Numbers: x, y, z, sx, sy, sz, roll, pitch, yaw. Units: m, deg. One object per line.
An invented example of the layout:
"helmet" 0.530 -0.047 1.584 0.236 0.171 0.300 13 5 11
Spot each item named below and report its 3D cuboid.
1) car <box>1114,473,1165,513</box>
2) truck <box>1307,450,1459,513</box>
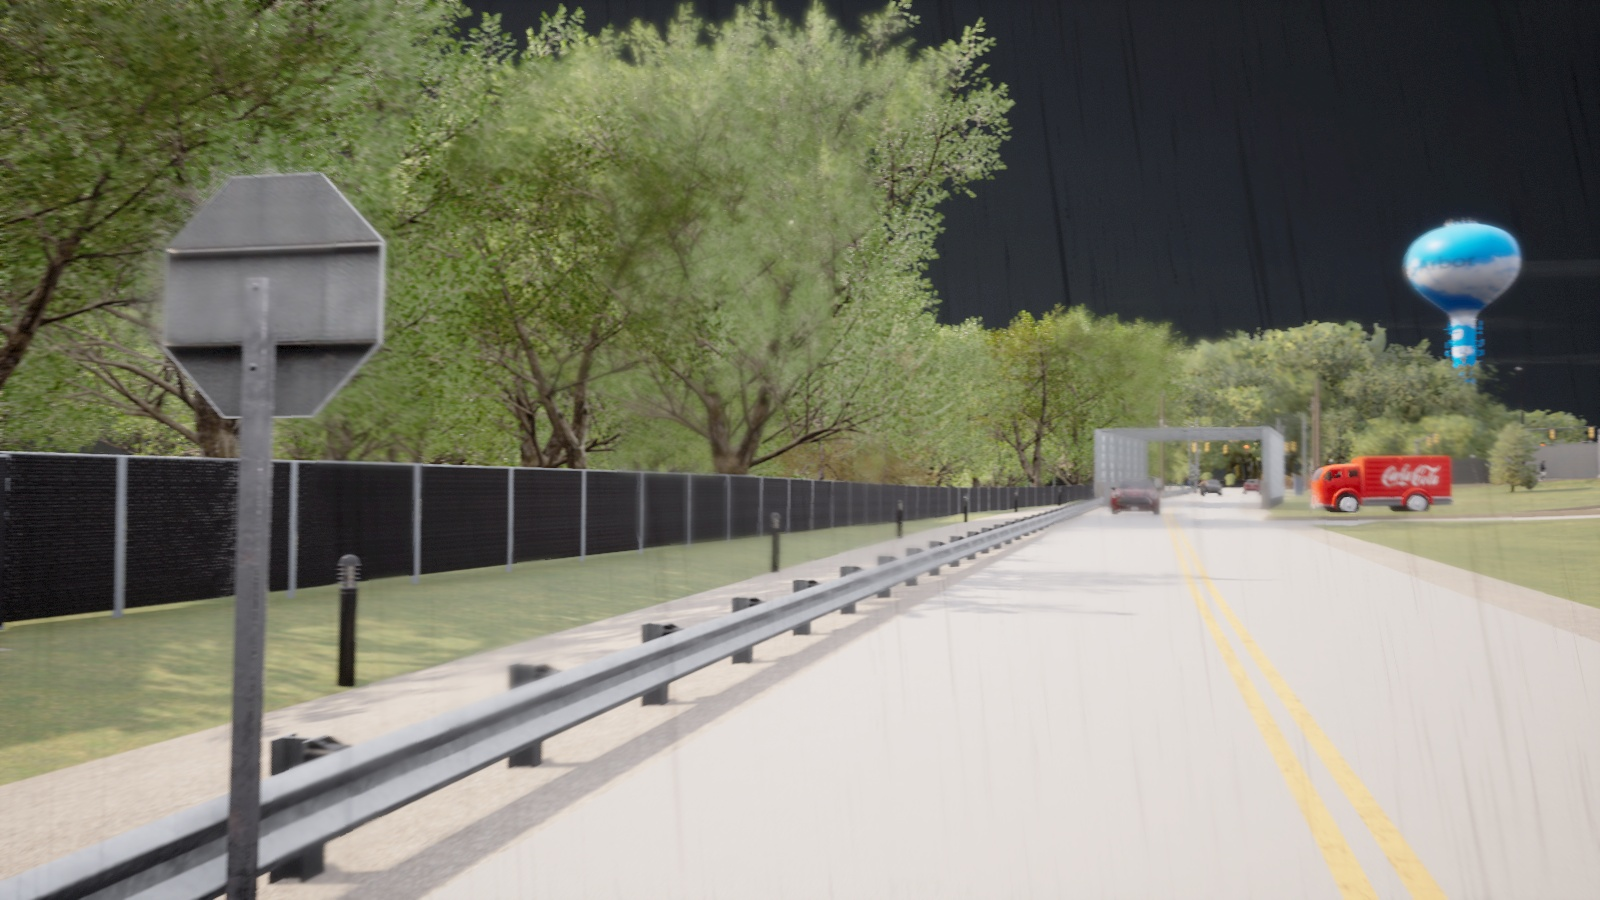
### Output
"car" 15.515 1.944 57.293 2.097 1.767 4.553 -1 -1 17
"truck" 24.452 1.365 52.877 5.204 2.467 2.627 -2 -3 10
